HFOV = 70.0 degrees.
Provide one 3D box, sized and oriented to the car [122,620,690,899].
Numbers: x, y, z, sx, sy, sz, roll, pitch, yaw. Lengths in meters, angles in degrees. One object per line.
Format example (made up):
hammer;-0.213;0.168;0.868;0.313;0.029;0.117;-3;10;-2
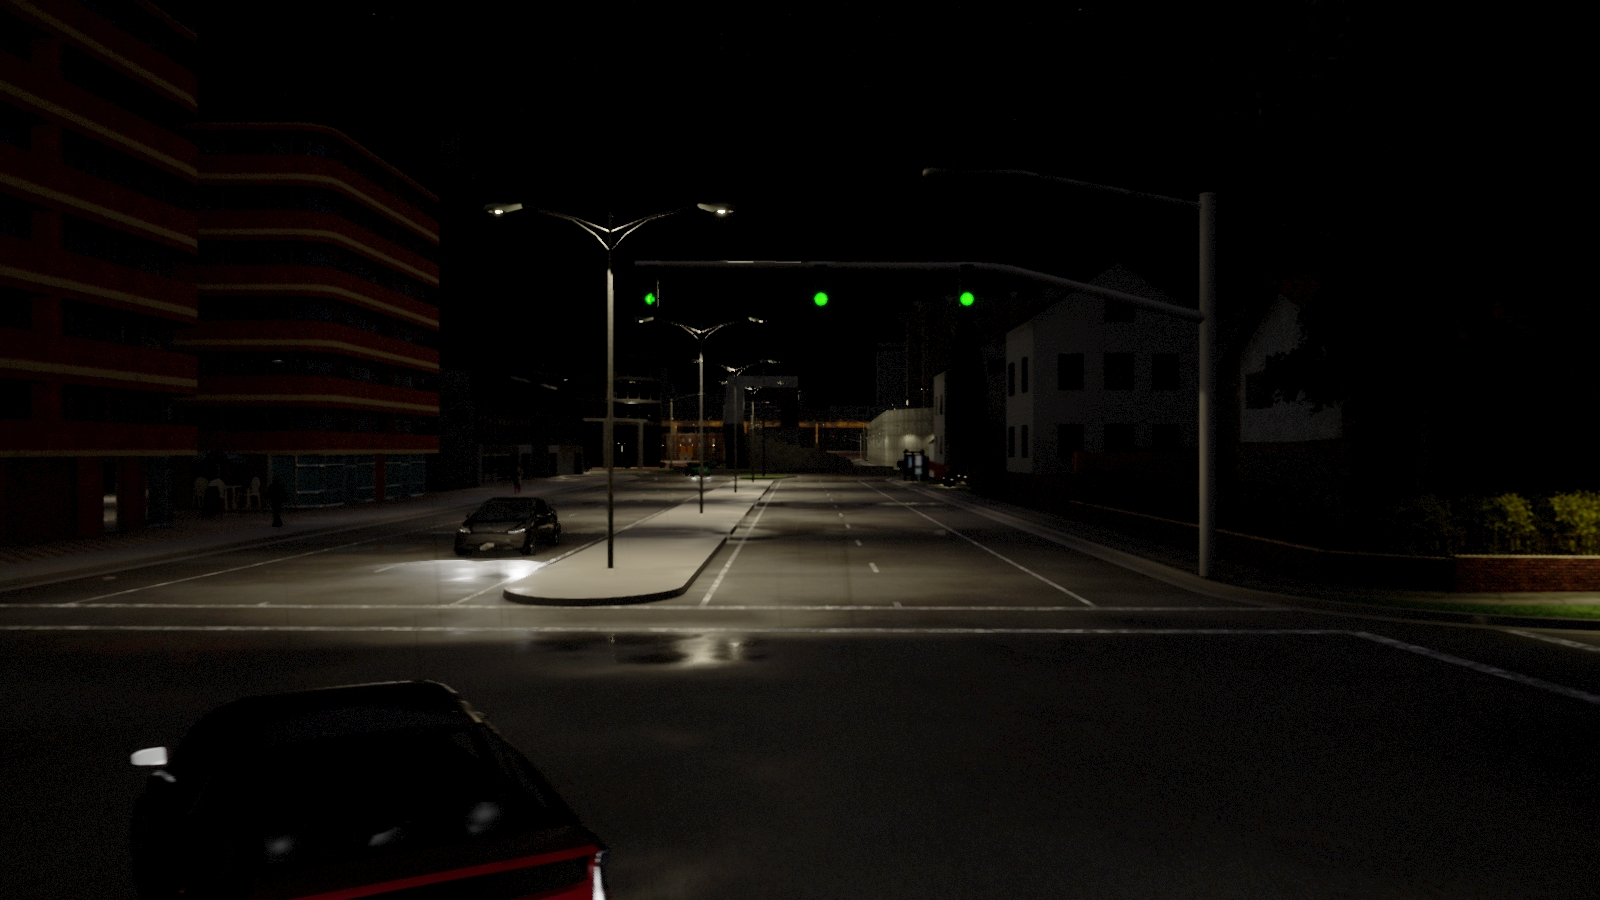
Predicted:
car;-2.447;2.039;6.145;2.007;1.525;4.514;0;0;-30

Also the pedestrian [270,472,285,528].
pedestrian;-17.700;1.691;38.700;0.375;1.860;0.375;0;0;-5

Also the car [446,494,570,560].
car;-7.959;2.059;31.636;2.163;1.488;4.792;0;0;0
